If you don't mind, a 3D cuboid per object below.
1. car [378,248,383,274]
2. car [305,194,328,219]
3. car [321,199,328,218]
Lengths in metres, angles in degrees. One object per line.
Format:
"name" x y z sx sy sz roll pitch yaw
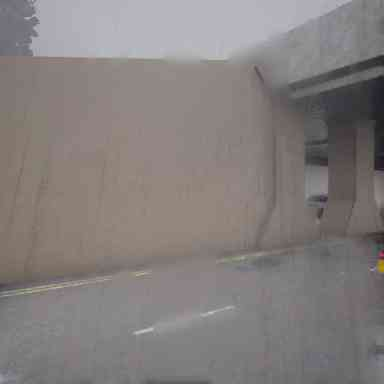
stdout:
"car" 6.883 1.456 8.651 5.366 1.575 1.801 0 0 -35
"car" 11.349 1.220 29.138 5.566 2.045 2.150 0 0 -35
"car" 12.356 1.504 25.558 4.892 1.490 1.837 0 0 -35
